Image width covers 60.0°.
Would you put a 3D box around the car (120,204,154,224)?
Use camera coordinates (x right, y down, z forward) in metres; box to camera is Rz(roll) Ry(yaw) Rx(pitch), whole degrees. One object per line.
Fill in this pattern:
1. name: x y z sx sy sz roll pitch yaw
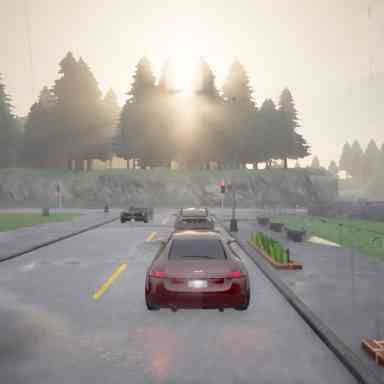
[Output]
1. car: -4.002 1.601 24.716 1.895 1.301 4.718 0 0 0

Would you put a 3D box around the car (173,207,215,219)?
1. car: 0.105 1.505 16.686 1.837 1.490 4.892 0 0 0

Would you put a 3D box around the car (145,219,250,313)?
1. car: 0.103 1.564 7.774 1.994 1.385 4.181 0 0 0
